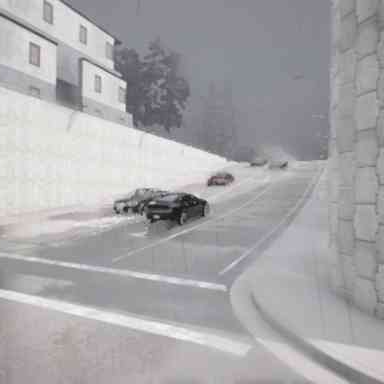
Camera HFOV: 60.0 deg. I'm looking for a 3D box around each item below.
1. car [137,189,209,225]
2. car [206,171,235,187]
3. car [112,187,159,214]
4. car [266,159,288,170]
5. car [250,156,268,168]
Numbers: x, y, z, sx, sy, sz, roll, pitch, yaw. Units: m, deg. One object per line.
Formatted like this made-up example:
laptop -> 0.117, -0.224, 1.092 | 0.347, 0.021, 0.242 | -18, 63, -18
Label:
car -> -0.665, 0.761, 17.990 | 1.837, 1.490, 4.892 | 2, 5, 25
car -> 3.003, -1.411, 34.630 | 1.994, 1.385, 4.181 | 1, 11, 25
car -> -3.131, 0.491, 21.379 | 2.128, 1.511, 4.902 | 1, 5, 25
car -> 11.723, -3.714, 44.740 | 1.895, 1.301, 4.718 | 1, 11, 25
car -> 10.112, -4.582, 49.720 | 1.882, 1.535, 5.008 | 1, 11, 25
